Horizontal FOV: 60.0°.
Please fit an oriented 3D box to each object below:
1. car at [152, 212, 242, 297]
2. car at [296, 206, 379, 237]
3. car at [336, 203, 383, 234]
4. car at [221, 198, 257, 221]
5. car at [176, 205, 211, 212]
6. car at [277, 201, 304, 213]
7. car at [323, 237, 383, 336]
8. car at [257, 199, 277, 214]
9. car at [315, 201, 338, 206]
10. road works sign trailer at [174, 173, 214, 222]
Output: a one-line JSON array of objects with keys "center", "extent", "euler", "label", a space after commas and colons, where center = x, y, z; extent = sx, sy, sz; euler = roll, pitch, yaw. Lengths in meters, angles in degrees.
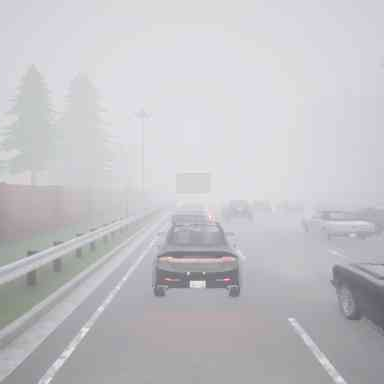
[{"center": [0.106, 1.492, 8.571], "extent": [2.128, 1.511, 4.902], "euler": [0, 0, 0], "label": "car"}, {"center": [7.111, 1.601, 16.900], "extent": [1.895, 1.301, 4.718], "euler": [0, 0, 0], "label": "car"}, {"center": [10.613, 1.547, 19.034], "extent": [2.033, 1.411, 5.357], "euler": [0, 0, 0], "label": "car"}, {"center": [3.617, 1.351, 27.258], "extent": [2.097, 1.767, 4.553], "euler": [0, 0, 0], "label": "car"}, {"center": [0.001, 1.474, 19.021], "extent": [1.882, 1.535, 5.008], "euler": [0, 0, 6], "label": "car"}, {"center": [10.623, 1.601, 36.244], "extent": [1.895, 1.301, 4.718], "euler": [0, 0, 0], "label": "car"}, {"center": [3.603, 1.601, 4.324], "extent": [1.895, 1.301, 4.718], "euler": [0, 0, 0], "label": "car"}, {"center": [7.123, 1.491, 35.493], "extent": [2.128, 1.511, 4.902], "euler": [0, 0, 0], "label": "car"}, {"center": [14.121, 1.563, 34.372], "extent": [1.994, 1.385, 4.181], "euler": [0, 0, 0], "label": "car"}, {"center": [0.077, 0.464, 22.940], "extent": [2.380, 3.560, 2.880], "euler": [0, 0, 0], "label": "road works sign trailer"}]
